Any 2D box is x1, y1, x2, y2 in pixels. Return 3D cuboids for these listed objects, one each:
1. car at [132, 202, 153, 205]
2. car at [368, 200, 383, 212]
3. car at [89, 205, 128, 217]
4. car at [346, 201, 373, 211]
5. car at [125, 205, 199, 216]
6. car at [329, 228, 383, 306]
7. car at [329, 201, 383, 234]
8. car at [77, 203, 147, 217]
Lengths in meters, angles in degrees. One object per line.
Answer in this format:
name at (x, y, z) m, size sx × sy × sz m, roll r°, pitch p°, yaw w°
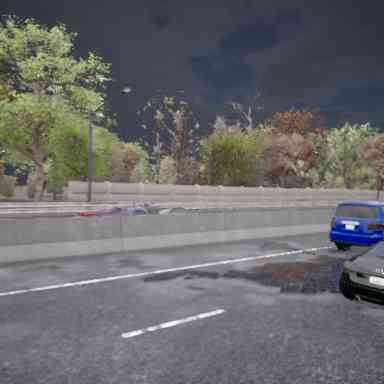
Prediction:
car at (-5.047, 1.669, 29.909) m, size 4.902 × 1.511 × 2.128 m, roll 1°, pitch 0°, yaw -38°
car at (28.943, 2.113, 50.402) m, size 4.553 × 1.767 × 2.097 m, roll 1°, pitch -1°, yaw -35°
car at (-4.168, 1.730, 22.522) m, size 4.718 × 1.301 × 1.895 m, roll 1°, pitch -1°, yaw -36°
car at (26.782, 2.262, 53.151) m, size 4.892 × 1.490 × 1.837 m, roll 1°, pitch 0°, yaw -35°
car at (-1.354, 1.669, 20.230) m, size 4.674 × 1.442 × 1.812 m, roll 1°, pitch -1°, yaw -36°
car at (5.157, 1.679, 7.432) m, size 4.181 × 1.385 × 1.994 m, roll 1°, pitch -1°, yaw -35°
car at (7.972, 1.419, 13.742) m, size 5.566 × 2.045 × 2.150 m, roll 1°, pitch -1°, yaw -35°
car at (-6.214, 1.730, 25.362) m, size 4.718 × 1.301 × 1.895 m, roll 1°, pitch -1°, yaw -36°
